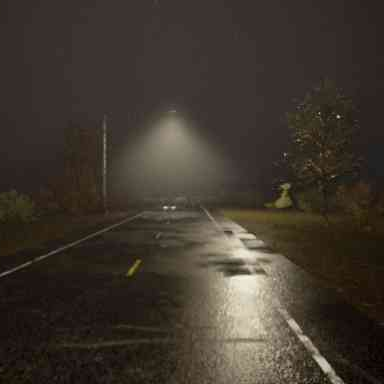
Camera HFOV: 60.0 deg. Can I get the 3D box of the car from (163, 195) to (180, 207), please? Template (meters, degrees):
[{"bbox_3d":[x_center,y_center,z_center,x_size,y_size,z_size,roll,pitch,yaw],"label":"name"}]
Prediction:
[{"bbox_3d":[-3.583,1.614,54.593,2.033,1.411,5.357,0,0,0],"label":"car"}]

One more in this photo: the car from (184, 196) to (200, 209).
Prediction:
[{"bbox_3d":[0.078,1.628,46.337,1.994,1.385,4.181,0,0,0],"label":"car"}]

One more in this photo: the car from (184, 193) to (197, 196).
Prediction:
[{"bbox_3d":[-0.002,1.296,66.870,2.150,2.045,5.566,0,0,0],"label":"car"}]
